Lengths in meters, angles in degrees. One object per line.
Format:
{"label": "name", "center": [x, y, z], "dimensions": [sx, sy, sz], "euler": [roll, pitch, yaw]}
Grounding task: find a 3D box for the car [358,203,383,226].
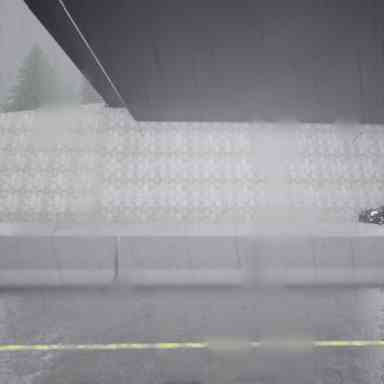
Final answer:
{"label": "car", "center": [15.011, 1.572, 24.963], "dimensions": [4.553, 1.767, 2.097], "euler": [0, 0, -3]}
